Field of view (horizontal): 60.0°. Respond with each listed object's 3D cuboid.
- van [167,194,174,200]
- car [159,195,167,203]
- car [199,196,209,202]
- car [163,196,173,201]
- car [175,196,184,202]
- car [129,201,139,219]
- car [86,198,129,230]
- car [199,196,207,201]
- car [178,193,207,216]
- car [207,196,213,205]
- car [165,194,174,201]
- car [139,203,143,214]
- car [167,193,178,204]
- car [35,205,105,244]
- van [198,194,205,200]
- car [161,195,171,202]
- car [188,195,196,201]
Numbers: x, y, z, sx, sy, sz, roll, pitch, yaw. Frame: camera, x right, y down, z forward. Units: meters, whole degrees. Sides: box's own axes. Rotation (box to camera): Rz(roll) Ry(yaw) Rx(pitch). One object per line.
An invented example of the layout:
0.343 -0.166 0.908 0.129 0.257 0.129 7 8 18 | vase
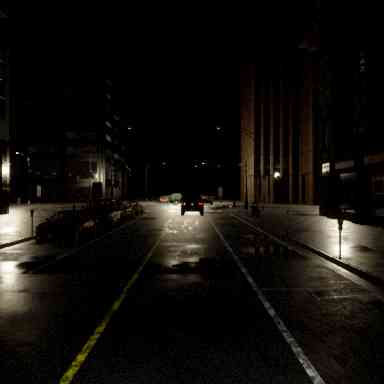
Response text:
-5.866 1.373 93.009 1.690 1.788 3.998 0 0 0 | van
-5.840 1.458 70.572 1.967 1.590 4.097 0 0 0 | car
2.678 1.571 76.209 2.008 1.369 4.403 0 0 0 | car
-5.853 1.574 81.791 2.008 1.369 4.403 0 0 0 | car
-3.091 1.576 80.466 1.994 1.385 4.181 0 0 0 | car
-5.791 1.529 26.807 1.752 1.417 4.829 0 0 0 | car
-5.784 1.317 21.376 2.192 1.841 5.009 0 0 0 | car
2.672 1.590 81.818 1.947 1.339 4.313 0 0 0 | car
0.042 1.226 32.882 2.150 2.045 5.566 0 0 0 | car
2.697 1.453 59.383 1.967 1.590 4.097 0 0 0 | car
-5.859 1.343 87.401 2.192 1.841 5.009 0 0 0 | car
-5.797 1.530 32.409 1.752 1.417 4.829 0 0 0 | car
-3.105 1.235 65.368 2.150 2.045 5.566 0 0 0 | car
-5.778 1.546 15.773 1.887 1.381 4.507 0 0 0 | car
2.659 1.373 93.036 1.690 1.788 3.998 0 0 0 | van
-5.847 1.461 76.182 1.967 1.590 4.097 0 0 0 | car
-0.101 1.545 89.639 2.128 1.511 4.902 0 0 0 | car
